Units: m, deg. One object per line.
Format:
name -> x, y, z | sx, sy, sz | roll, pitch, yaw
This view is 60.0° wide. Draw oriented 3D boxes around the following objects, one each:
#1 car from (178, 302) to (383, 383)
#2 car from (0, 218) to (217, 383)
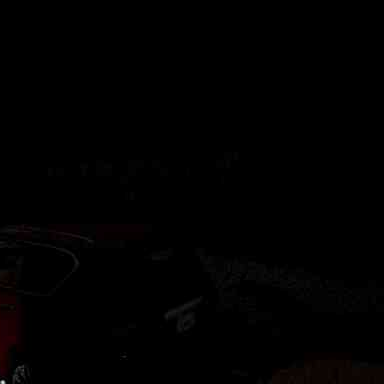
car -> 2.406, 1.532, 1.359 | 4.829, 1.417, 1.752 | 0, 1, 35
car -> -2.004, 1.292, 4.501 | 5.009, 1.841, 2.192 | 0, 1, 35
